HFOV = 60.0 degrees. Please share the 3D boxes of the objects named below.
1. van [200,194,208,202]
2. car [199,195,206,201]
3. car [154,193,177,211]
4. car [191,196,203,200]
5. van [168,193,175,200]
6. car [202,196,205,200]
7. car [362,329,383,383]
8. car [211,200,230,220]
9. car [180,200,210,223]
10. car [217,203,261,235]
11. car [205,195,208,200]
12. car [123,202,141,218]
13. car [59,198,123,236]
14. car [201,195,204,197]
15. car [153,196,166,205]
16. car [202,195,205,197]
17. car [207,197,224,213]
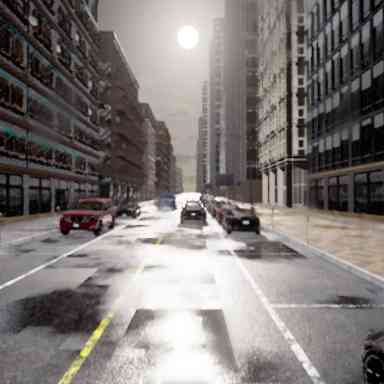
[{"bbox_3d":[2.722,1.307,75.289,1.690,1.788,3.998,1,0,0],"label":"van"},{"bbox_3d":[2.721,1.541,86.591,1.802,1.307,4.206,1,0,0],"label":"car"},{"bbox_3d":[-3.079,1.205,41.735,2.150,2.045,5.566,0,0,0],"label":"car"},{"bbox_3d":[0.109,1.584,42.221,1.895,1.301,4.718,0,0,0],"label":"car"},{"bbox_3d":[-5.740,1.297,92.277,1.690,1.788,3.998,1,0,0],"label":"van"},{"bbox_3d":[2.711,1.535,41.382,2.008,1.369,4.403,1,0,0],"label":"car"},{"bbox_3d":[2.701,1.566,1.824,1.947,1.339,4.313,1,0,0],"label":"car"},{"bbox_3d":[2.707,1.537,24.428,1.887,1.381,4.507,1,0,0],"label":"car"},{"bbox_3d":[0.106,1.555,25.710,1.994,1.385,4.181,0,0,0],"label":"car"},{"bbox_3d":[2.705,1.560,18.778,1.947,1.339,4.313,1,0,0],"label":"car"},{"bbox_3d":[2.711,1.427,35.731,1.967,1.590,4.097,1,0,0],"label":"car"},{"bbox_3d":[-5.672,1.556,30.084,1.947,1.339,4.313,1,0,0],"label":"car"},{"bbox_3d":[-5.671,1.310,18.782,2.192,1.841,5.009,1,0,0],"label":"car"},{"bbox_3d":[2.713,1.561,52.684,1.802,1.307,4.206,1,0,0],"label":"car"},{"bbox_3d":[-5.665,1.502,58.170,1.752,1.417,4.829,1,0,0],"label":"car"},{"bbox_3d":[2.712,1.532,47.034,2.008,1.369,4.403,1,0,0],"label":"car"},{"bbox_3d":[2.710,1.429,30.080,1.967,1.590,4.097,1,0,0],"label":"car"}]
